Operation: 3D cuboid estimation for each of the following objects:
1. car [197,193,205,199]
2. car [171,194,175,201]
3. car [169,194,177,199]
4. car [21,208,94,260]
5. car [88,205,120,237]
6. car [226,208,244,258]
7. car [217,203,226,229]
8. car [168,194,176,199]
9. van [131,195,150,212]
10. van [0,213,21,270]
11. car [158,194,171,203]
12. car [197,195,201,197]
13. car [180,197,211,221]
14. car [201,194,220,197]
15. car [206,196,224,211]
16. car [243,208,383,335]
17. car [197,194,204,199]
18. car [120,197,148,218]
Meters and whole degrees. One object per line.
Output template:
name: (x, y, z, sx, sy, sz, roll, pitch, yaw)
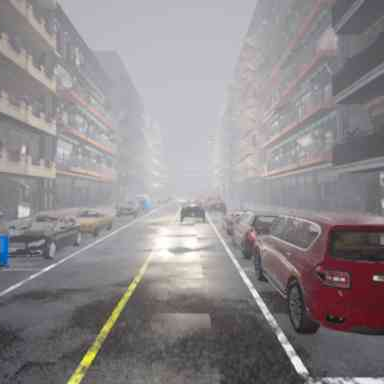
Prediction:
car: (2.463, 1.146, 90.027, 1.967, 1.590, 4.097, 1, 0, 0)
car: (-5.397, 1.308, 73.296, 1.947, 1.339, 4.313, 1, 0, 0)
car: (-5.425, 1.240, 95.385, 1.752, 1.417, 4.829, 1, 0, 0)
car: (-5.319, 1.491, 12.093, 2.008, 1.369, 4.403, 1, 0, 0)
car: (-5.326, 1.444, 17.485, 1.752, 1.417, 4.829, 1, 0, 0)
car: (2.562, 1.380, 12.137, 1.967, 1.590, 4.097, 1, 0, 0)
car: (2.553, 1.500, 17.698, 1.802, 1.307, 4.206, 1, 0, 0)
car: (-5.418, 1.231, 89.818, 1.752, 1.417, 4.829, 1, 0, 0)
van: (-5.344, 1.202, 34.347, 1.690, 1.788, 3.998, 1, 0, 0)
van: (-5.308, 1.305, 6.527, 1.690, 1.788, 3.998, 1, 0, 0)
car: (-5.382, 1.299, 61.999, 1.752, 1.417, 4.829, 1, 0, 0)
car: (0.046, 1.399, 42.280, 1.994, 1.385, 4.181, 0, 0, 0)
car: (0.066, 1.381, 25.895, 2.128, 1.511, 4.902, 0, 0, 0)
car: (2.529, 1.158, 39.953, 2.192, 1.841, 5.009, 1, 0, 0)
car: (2.532, 1.427, 34.390, 1.947, 1.339, 4.313, 1, 0, 0)
car: (2.571, 1.279, 6.572, 2.192, 1.841, 5.009, 1, 0, 0)
car: (2.454, 1.278, 95.591, 1.802, 1.307, 4.206, 1, 0, 0)
car: (-5.341, 1.431, 28.784, 2.008, 1.369, 4.403, 1, 0, 0)
